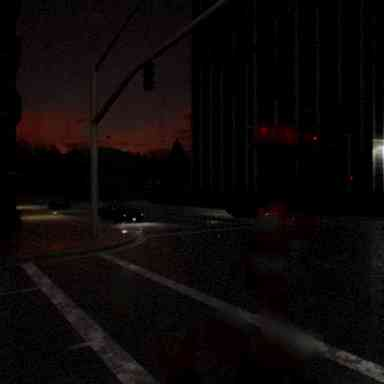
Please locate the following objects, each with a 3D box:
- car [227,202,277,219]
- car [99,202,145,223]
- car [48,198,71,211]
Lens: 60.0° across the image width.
[{"bbox_3d":[4.997,1.539,28.484,1.895,1.301,4.718,0,0,-29],"label":"car"},{"bbox_3d":[-5.548,1.515,25.465,2.033,1.411,5.357,0,0,-35],"label":"car"},{"bbox_3d":[-16.538,1.446,41.458,1.882,1.535,5.008,0,0,-34],"label":"car"}]
